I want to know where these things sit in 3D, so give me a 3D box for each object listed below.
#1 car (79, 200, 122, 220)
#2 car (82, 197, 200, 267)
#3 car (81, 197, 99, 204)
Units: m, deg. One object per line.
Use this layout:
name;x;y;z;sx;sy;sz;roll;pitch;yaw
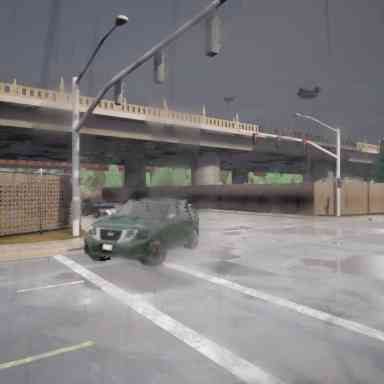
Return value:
car;-8.308;1.548;29.948;2.128;1.511;4.902;0;0;-36
car;-1.414;1.238;12.046;2.150;2.045;5.566;2;0;21
car;-19.747;1.619;64.291;1.994;1.385;4.181;0;0;-36
